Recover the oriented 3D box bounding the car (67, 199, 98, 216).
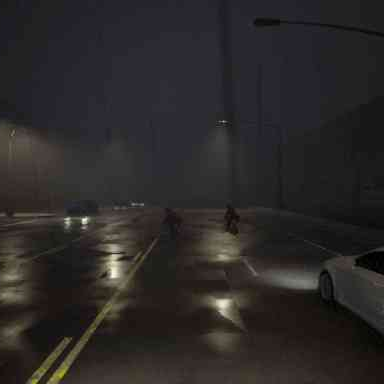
[{"bbox_3d":[-10.674,1.477,32.712,1.882,1.535,5.008,0,0,0],"label":"car"}]

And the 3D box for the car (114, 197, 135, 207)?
[{"bbox_3d":[-10.715,1.547,51.851,2.033,1.411,5.357,0,0,0],"label":"car"}]

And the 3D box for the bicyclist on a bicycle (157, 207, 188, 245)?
[{"bbox_3d":[-0.880,1.455,14.270,1.656,1.620,0.582,-3,-1,33],"label":"bicyclist on a bicycle"}]

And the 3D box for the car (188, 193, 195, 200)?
[{"bbox_3d":[-0.198,1.248,86.320,2.033,1.411,5.357,0,1,0],"label":"car"}]

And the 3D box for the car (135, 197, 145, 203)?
[{"bbox_3d":[-10.658,1.567,67.276,1.895,1.301,4.718,0,0,0],"label":"car"}]

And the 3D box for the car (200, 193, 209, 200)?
[{"bbox_3d":[3.306,1.246,84.554,1.837,1.490,4.892,0,1,0],"label":"car"}]

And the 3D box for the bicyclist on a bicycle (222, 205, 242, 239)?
[{"bbox_3d":[1.936,1.455,16.372,0.582,1.620,1.656,0,-2,-31],"label":"bicyclist on a bicycle"}]

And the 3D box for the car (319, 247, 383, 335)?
[{"bbox_3d":[3.584,1.527,5.124,1.812,1.442,4.674,0,-1,0],"label":"car"}]
